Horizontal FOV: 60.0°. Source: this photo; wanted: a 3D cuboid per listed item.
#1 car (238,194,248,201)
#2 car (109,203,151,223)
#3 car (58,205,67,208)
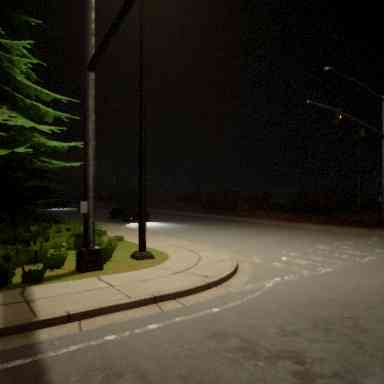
[{"bbox_3d":[11.351,1.334,80.014,4.553,1.767,2.097,0,0,-32],"label":"car"},{"bbox_3d":[-4.882,1.588,25.914,1.994,1.385,4.181,0,0,-34],"label":"car"},{"bbox_3d":[-19.193,1.572,46.985,2.033,1.411,5.357,0,0,-34],"label":"car"}]
